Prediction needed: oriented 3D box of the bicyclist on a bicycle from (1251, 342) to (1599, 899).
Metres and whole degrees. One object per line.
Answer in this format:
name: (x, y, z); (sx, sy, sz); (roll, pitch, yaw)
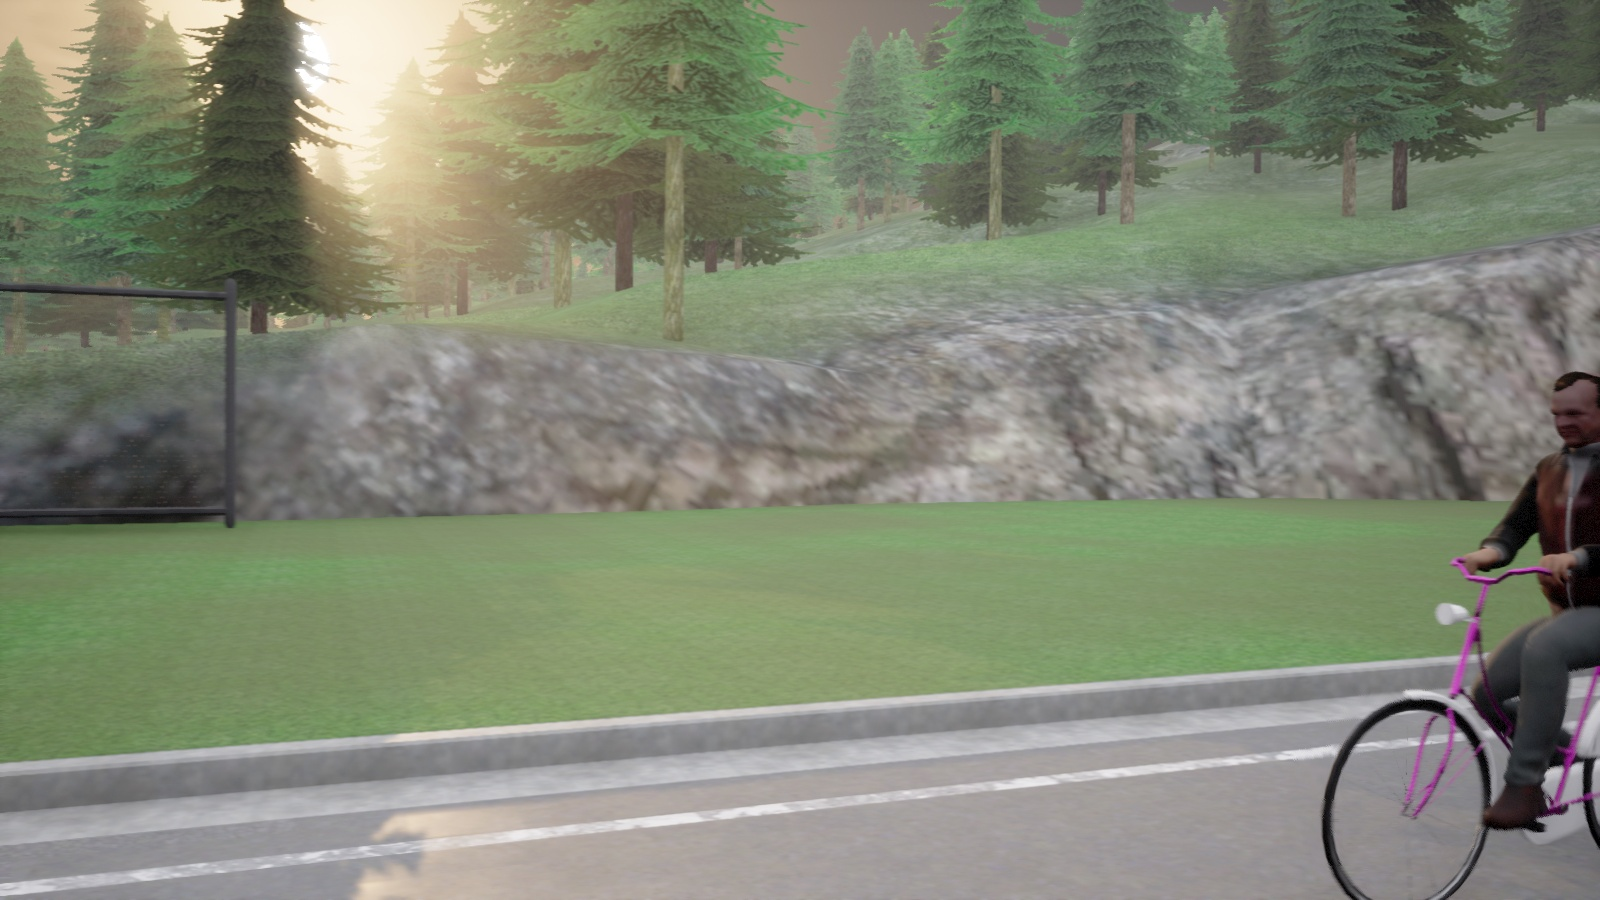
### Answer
bicyclist on a bicycle: (2.479, 0.566, 4.179); (1.843, 1.776, 0.659); (-1, 1, -21)
